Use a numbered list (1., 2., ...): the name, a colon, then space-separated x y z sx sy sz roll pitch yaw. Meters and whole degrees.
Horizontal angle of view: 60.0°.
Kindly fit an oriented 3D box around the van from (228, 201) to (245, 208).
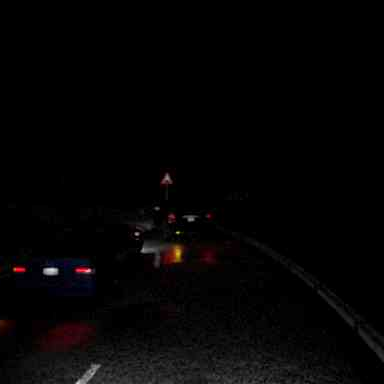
1. van: 12.514 3.444 92.950 4.442 1.987 1.878 1 -2 13

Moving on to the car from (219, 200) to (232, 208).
1. car: 3.687 1.932 55.434 4.892 1.521 2.231 1 -3 13

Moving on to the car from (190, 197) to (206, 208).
1. car: 1.233 2.257 68.993 2.150 2.045 5.566 1 -3 13

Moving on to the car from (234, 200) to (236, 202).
1. car: 4.974 2.220 60.782 4.892 1.521 2.231 1 -3 13

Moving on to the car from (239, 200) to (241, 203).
1. car: 7.490 2.637 71.498 4.553 1.767 2.185 1 -2 13

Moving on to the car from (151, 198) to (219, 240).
1. car: -0.622 1.093 15.661 2.097 1.767 4.553 0 1 -16

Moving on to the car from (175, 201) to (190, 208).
1. car: -1.942 2.548 69.701 1.994 1.385 4.181 1 -3 13

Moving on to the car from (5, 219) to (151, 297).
1. car: -2.552 1.446 8.614 2.033 1.411 5.357 0 1 1

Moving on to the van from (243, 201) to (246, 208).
1. van: 10.825 3.133 84.858 4.442 1.987 1.878 1 -2 13

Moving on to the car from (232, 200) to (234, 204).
1. car: 4.326 2.076 58.110 5.008 1.535 2.097 1 -3 13

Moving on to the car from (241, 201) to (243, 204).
1. car: 8.795 3.050 76.843 4.674 1.452 2.002 1 -2 13
